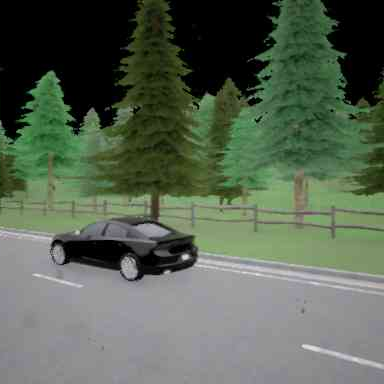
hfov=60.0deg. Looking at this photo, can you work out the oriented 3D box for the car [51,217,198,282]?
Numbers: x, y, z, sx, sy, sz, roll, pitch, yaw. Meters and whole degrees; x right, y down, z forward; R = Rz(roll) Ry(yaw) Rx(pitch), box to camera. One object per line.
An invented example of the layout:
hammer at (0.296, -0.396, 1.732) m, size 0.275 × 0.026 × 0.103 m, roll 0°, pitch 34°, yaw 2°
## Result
car at (-2.181, 1.478, 9.840) m, size 5.008 × 1.535 × 1.882 m, roll 0°, pitch 0°, yaw 36°
